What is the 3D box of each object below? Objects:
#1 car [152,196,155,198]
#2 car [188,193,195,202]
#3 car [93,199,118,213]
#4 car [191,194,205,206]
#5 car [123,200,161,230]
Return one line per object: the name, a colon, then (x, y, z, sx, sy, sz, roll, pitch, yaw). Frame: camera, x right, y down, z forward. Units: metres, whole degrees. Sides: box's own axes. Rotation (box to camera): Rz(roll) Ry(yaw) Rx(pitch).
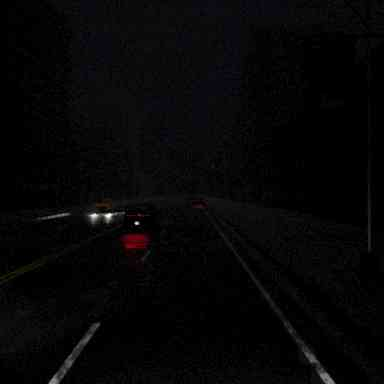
car: (-9.772, 1.266, 78.657, 2.128, 1.511, 4.902, 0, 0, 0)
car: (-0.021, 1.515, 77.424, 2.033, 1.411, 5.357, 0, 0, 0)
car: (-9.855, 1.531, 38.185, 1.882, 1.535, 5.008, 0, 0, 0)
car: (1.121, 1.591, 57.693, 1.837, 1.490, 4.892, 0, 0, 0)
car: (-3.158, 1.533, 21.483, 1.837, 1.490, 4.892, 0, 0, 0)
